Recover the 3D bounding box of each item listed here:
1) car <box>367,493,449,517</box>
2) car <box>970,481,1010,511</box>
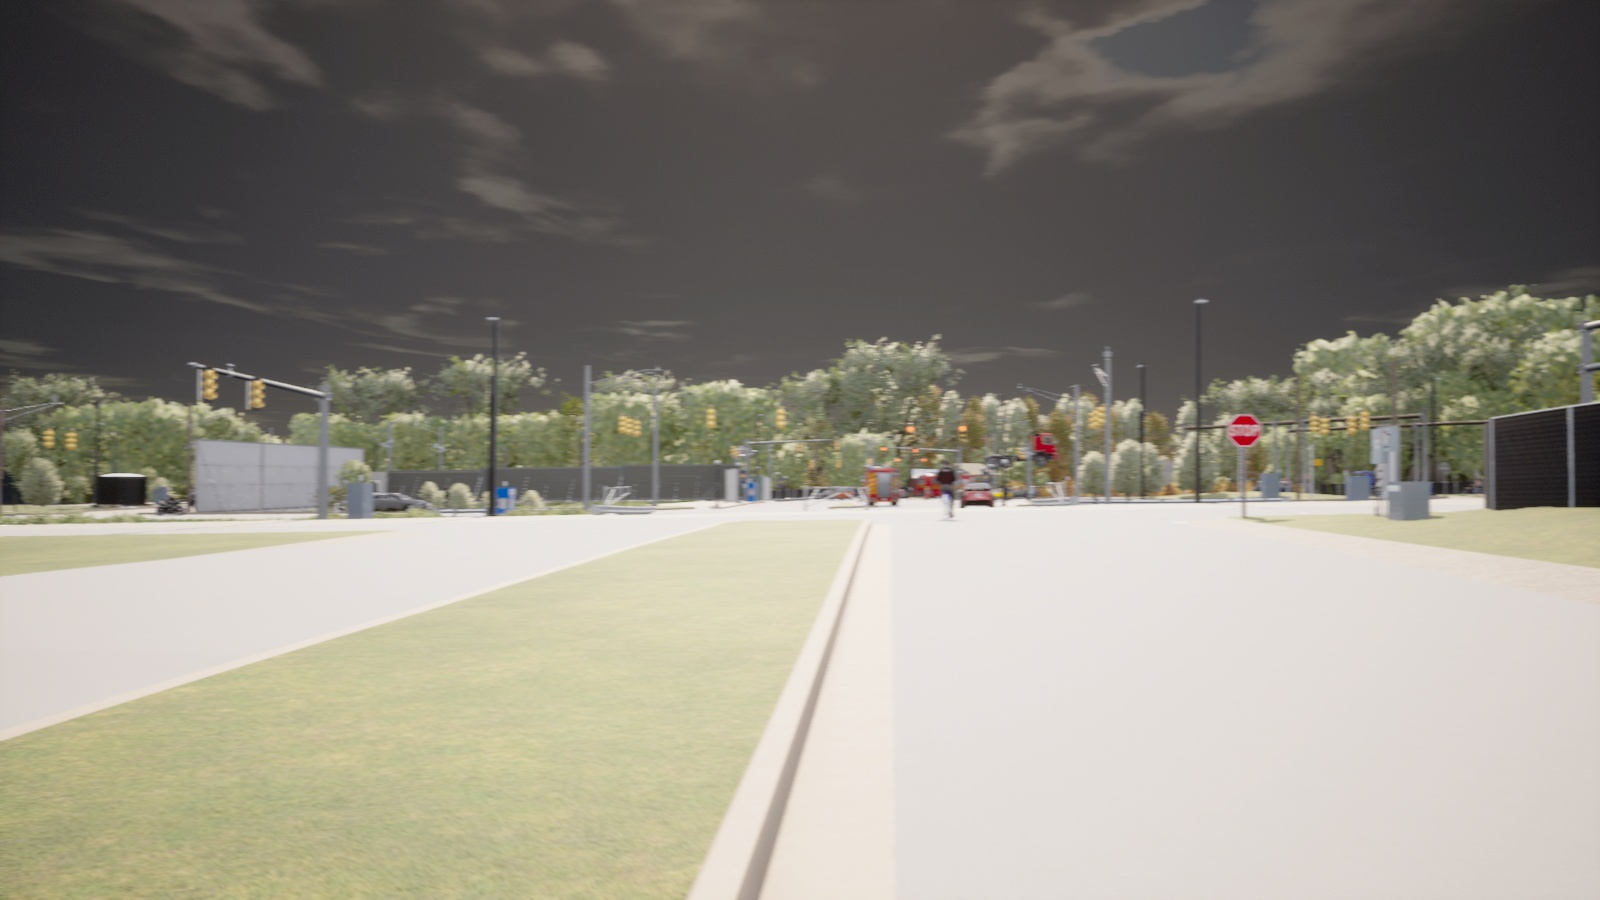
[{"bbox_3d":[-26.515,3.730,85.040,4.902,1.511,2.128,-1,-1,5],"label":"car"},{"bbox_3d":[10.264,2.440,67.927,2.007,1.525,4.514,-1,-2,7],"label":"car"}]
